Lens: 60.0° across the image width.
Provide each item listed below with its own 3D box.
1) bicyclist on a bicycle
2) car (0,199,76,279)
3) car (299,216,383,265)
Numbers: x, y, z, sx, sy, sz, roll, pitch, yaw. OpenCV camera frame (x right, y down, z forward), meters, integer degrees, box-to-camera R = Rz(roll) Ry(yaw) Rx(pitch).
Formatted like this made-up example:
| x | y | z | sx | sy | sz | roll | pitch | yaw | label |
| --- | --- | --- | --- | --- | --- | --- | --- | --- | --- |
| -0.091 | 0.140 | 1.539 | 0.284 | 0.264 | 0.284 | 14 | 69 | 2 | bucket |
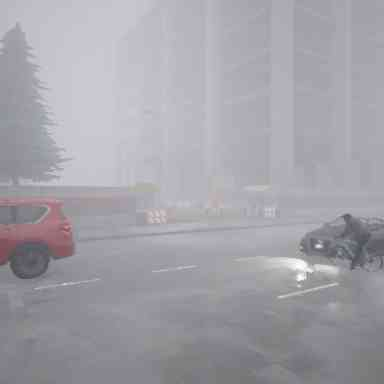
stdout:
| x | y | z | sx | sy | sz | roll | pitch | yaw | label |
| --- | --- | --- | --- | --- | --- | --- | --- | --- | --- |
| 4.641 | 1.455 | 9.572 | 0.582 | 1.620 | 1.656 | 0 | -2 | -32 | bicyclist on a bicycle |
| -5.970 | 1.221 | 8.716 | 5.566 | 2.045 | 2.150 | 0 | 0 | -28 | car |
| 5.756 | 1.564 | 11.716 | 4.181 | 1.385 | 1.994 | 0 | 0 | -32 | car |
